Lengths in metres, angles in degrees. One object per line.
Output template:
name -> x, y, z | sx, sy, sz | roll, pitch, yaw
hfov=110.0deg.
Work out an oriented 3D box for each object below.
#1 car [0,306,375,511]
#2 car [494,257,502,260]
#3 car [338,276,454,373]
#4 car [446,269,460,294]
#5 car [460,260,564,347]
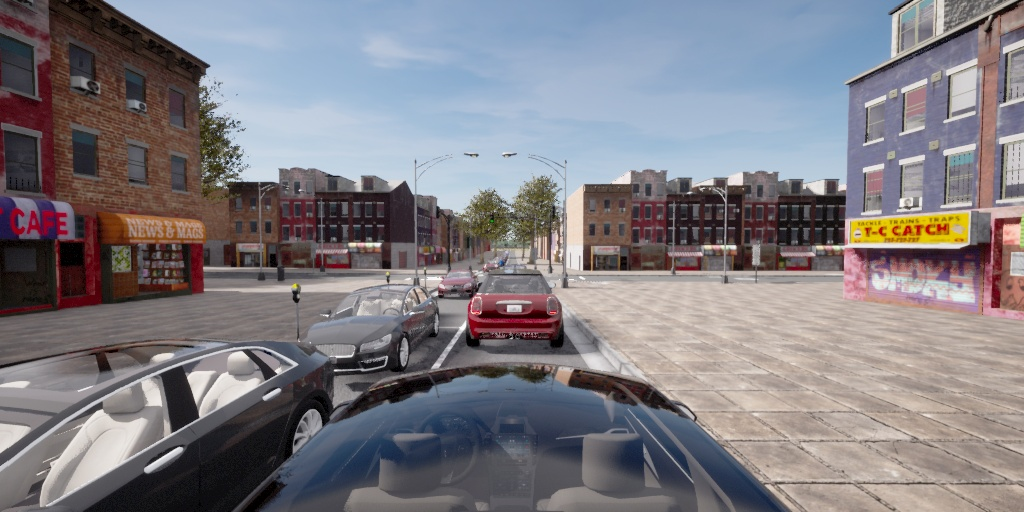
car -> -2.640, 1.300, 1.988 | 2.007, 1.370, 4.403 | 0, 0, 0
car -> -2.578, 1.233, 45.106 | 1.967, 1.591, 4.097 | 0, 0, 0
car -> -2.632, 1.298, 7.436 | 2.007, 1.370, 4.403 | 0, 0, 0
car -> -2.617, 1.332, 18.330 | 1.802, 1.307, 4.207 | 0, 0, 0
car -> 0.109, 1.099, 9.481 | 2.097, 1.767, 4.553 | 0, 0, 2
